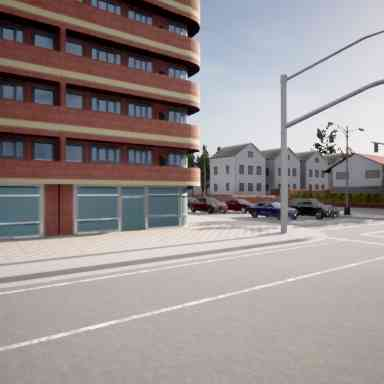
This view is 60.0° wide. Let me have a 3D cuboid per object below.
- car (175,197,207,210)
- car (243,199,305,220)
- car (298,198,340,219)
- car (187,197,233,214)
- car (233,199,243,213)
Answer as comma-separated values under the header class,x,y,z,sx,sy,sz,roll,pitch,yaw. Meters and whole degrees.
class,x,y,z,sx,sy,sz,roll,pitch,yaw
car,-0.181,1.505,44.459,1.837,1.490,4.892,0,0,-35
car,6.823,1.526,28.204,1.812,1.442,4.674,0,0,-35
car,10.457,1.352,29.098,2.097,1.767,4.553,0,0,-35
car,1.825,1.352,35.399,2.097,1.767,4.553,0,0,-34
car,5.203,1.478,36.672,1.882,1.535,5.008,0,0,-35
